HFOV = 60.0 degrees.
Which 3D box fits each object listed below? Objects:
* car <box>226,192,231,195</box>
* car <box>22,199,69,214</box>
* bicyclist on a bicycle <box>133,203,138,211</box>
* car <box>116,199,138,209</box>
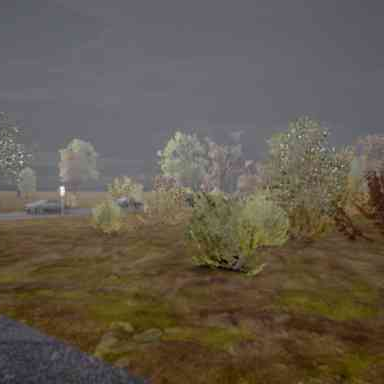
[{"bbox_3d":[7.103,1.092,55.037,2.150,2.045,5.566,1,0,40],"label":"car"},{"bbox_3d":[-14.397,1.378,32.879,1.994,1.385,4.181,1,0,37],"label":"car"},{"bbox_3d":[-6.066,1.316,33.531,1.656,1.620,0.582,0,0,37],"label":"bicyclist on a bicycle"},{"bbox_3d":[-8.248,1.349,41.072,1.812,1.442,4.674,1,0,38],"label":"car"}]
